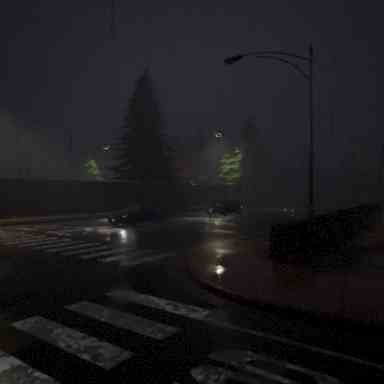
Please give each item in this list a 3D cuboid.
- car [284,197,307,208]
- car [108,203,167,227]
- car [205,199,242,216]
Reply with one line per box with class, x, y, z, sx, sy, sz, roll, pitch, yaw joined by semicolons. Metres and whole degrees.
car;14.867;1.489;47.777;2.128;1.511;4.902;0;0;41
car;-3.655;1.523;23.087;1.812;1.442;4.674;0;0;36
car;3.165;1.489;32.426;2.128;1.511;4.902;0;0;36
